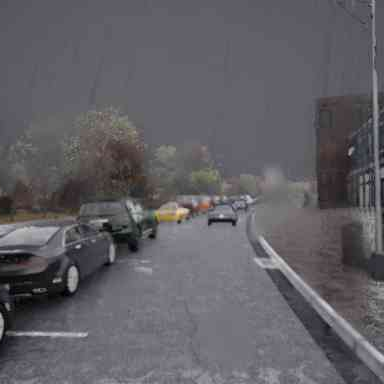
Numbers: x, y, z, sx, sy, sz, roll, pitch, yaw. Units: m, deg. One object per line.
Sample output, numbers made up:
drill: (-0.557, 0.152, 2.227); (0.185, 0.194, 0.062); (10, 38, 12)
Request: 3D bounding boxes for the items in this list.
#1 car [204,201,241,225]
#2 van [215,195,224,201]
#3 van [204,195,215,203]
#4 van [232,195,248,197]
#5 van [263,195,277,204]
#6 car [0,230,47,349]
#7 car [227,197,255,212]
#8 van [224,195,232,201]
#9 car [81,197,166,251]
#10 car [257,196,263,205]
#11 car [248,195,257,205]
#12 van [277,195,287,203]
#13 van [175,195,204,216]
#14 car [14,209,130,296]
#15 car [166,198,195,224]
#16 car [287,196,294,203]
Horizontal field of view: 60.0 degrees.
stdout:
car: (2.291, 1.580, 24.068); (1.994, 1.385, 4.181); (0, 0, 9)
van: (2.291, 1.408, 41.658); (1.878, 1.987, 4.442); (-2, 0, 15)
van: (0.844, 1.363, 36.257); (1.878, 1.987, 4.442); (-2, 0, 15)
van: (7.792, 1.585, 57.487); (1.878, 1.987, 4.442); (-2, 0, 21)
van: (17.605, 1.815, 77.520); (1.878, 1.987, 4.442); (-2, 0, 28)
car: (-3.617, 1.477, 2.950); (2.231, 1.521, 4.892); (-3, 0, 2)
car: (6.086, 1.663, 40.873); (2.033, 1.411, 5.357); (-1, -1, 16)
van: (3.910, 1.460, 46.997); (1.878, 1.987, 4.442); (-2, 0, 16)
car: (-2.960, 1.236, 14.147); (2.435, 2.045, 5.566); (-3, 0, 5)
car: (12.373, 1.976, 67.554); (2.002, 1.452, 4.674); (-2, 0, 26)
car: (9.979, 1.624, 62.537); (2.435, 2.045, 5.566); (-2, 0, 22)
van: (22.566, 1.897, 86.147); (1.878, 1.987, 4.442); (-2, 0, 28)
van: (-0.417, 1.325, 30.806); (1.878, 1.987, 4.442); (-3, 0, 9)
car: (-3.383, 1.482, 8.536); (2.231, 1.521, 4.892); (-3, 0, 3)
car: (-1.436, 1.517, 25.382); (1.946, 1.575, 5.366); (-2, 0, 11)
car: (25.900, 2.202, 91.738); (2.163, 1.488, 4.792); (-2, 0, 29)
